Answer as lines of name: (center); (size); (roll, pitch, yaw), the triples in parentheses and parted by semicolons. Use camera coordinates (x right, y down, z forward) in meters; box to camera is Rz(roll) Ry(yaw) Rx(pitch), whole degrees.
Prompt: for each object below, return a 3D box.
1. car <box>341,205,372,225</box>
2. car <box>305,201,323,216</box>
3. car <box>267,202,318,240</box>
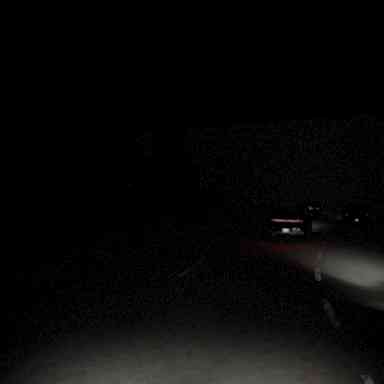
car: (12.255, 1.652, 24.999); (1.895, 1.301, 4.718); (0, 0, 23)
car: (11.948, 1.588, 33.143); (2.033, 1.411, 5.357); (0, 0, 23)
car: (5.132, 1.506, 17.163); (2.128, 1.511, 4.902); (0, 0, 23)
